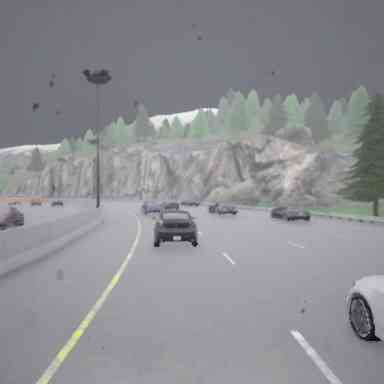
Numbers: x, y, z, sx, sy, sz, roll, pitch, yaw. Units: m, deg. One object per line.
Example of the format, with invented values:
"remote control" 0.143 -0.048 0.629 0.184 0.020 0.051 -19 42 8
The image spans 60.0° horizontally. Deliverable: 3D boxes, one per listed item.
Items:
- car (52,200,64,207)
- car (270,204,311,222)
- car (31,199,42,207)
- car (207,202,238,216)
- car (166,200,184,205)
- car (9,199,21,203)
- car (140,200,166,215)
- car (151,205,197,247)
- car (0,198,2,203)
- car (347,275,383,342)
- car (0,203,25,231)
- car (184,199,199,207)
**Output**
"car" -24.619 2.070 61.005 1.895 1.301 4.718 0 0 -25
"car" 8.057 1.689 27.667 1.994 1.385 4.181 0 0 -10
"car" -29.653 2.038 63.292 2.033 1.411 5.357 0 0 -27
"car" 3.133 1.739 35.068 2.033 1.411 5.357 0 0 -14
"car" -2.928 1.778 43.697 1.837 1.490 4.892 0 0 -17
"car" -34.956 2.042 65.727 1.994 1.385 4.181 0 0 -29
"car" -4.637 1.788 37.154 2.033 1.411 5.357 0 0 -15
"car" -0.850 1.603 15.742 1.837 1.490 4.892 0 0 -6
"car" -39.132 1.721 65.963 2.150 2.045 5.566 0 0 -29
"car" 3.511 1.531 3.563 1.812 1.442 4.674 0 0 -2
"car" -12.475 1.714 21.856 1.812 1.442 4.674 0 0 -10
"car" -0.519 1.948 58.583 1.895 1.301 4.718 0 0 -22
